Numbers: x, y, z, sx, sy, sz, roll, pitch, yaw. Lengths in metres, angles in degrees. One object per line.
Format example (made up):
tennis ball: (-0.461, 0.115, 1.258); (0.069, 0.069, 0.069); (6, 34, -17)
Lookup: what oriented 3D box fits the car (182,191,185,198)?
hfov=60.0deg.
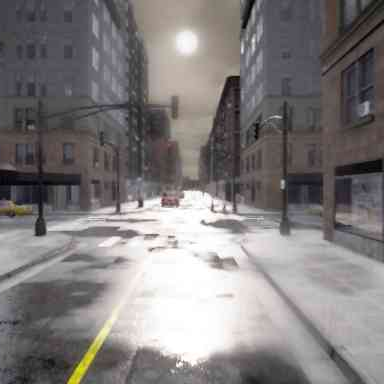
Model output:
car: (-2.732, 0.564, 77.815); (2.097, 1.767, 4.553); (0, 1, 0)

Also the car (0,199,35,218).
car: (-15.243, 1.270, 26.656); (4.829, 1.417, 1.752); (0, 0, 0)

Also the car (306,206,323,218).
car: (11.640, 1.295, 26.611); (4.829, 1.417, 1.752); (0, 0, 0)

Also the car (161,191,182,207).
car: (-2.739, 0.905, 42.801); (2.150, 2.045, 5.566); (0, 2, 0)
